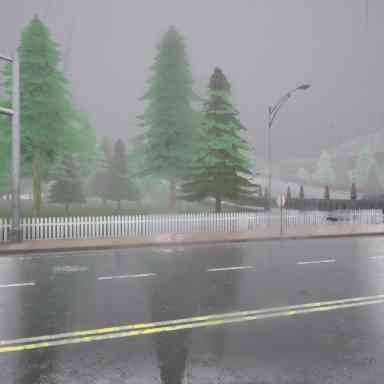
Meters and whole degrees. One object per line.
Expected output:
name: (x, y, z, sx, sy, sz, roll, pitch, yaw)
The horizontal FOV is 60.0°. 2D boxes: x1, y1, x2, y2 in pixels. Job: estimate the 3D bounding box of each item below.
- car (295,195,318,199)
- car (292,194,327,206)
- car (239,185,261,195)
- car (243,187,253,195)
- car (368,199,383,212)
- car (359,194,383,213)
car: (15.604, 1.357, 45.044, 1.812, 1.442, 4.674, 0, 3, -19)
car: (17.567, 1.197, 49.999, 2.033, 1.411, 5.357, 0, 3, -19)
car: (11.660, -0.426, 67.196, 2.033, 1.411, 5.357, 0, 7, -19)
car: (9.176, -0.362, 63.605, 2.097, 1.767, 4.553, 0, 7, -19)
car: (22.151, 1.555, 37.049, 1.994, 1.385, 4.181, 0, 0, -20)
car: (19.664, 1.217, 33.584, 2.150, 2.045, 5.566, 0, 0, -20)
